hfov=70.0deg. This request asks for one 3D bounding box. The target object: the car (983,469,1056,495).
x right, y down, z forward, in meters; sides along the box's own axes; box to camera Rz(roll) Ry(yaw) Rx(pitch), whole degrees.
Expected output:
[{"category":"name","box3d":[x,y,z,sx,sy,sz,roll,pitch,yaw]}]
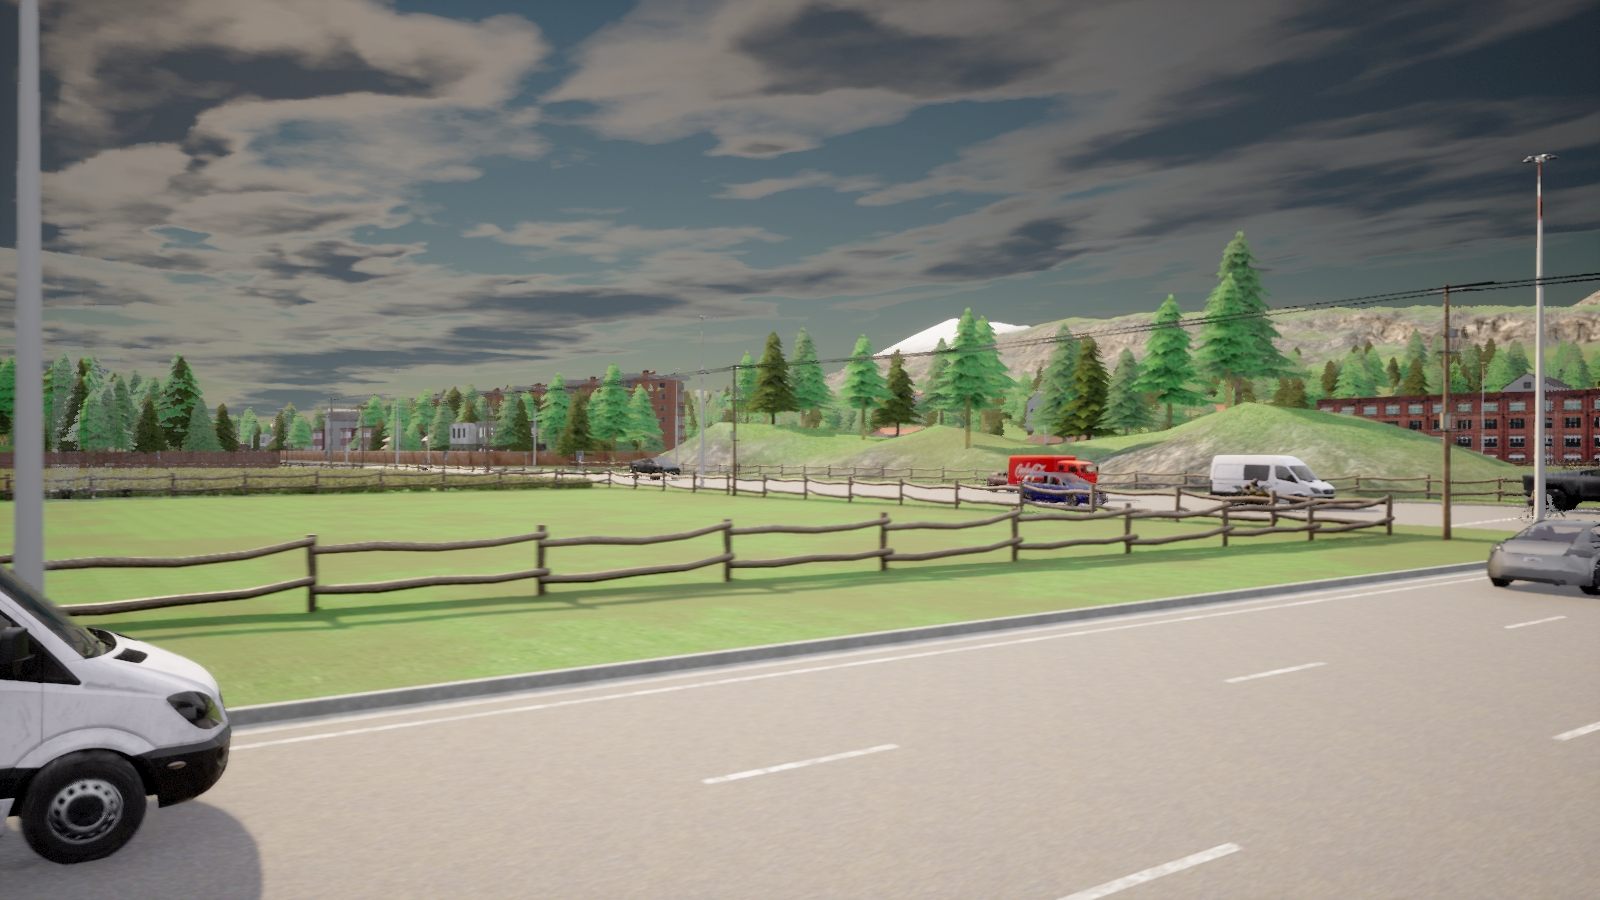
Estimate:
[{"category":"car","box3d":[14.171,2.040,73.867,2.007,1.525,4.514,0,0,-36]}]

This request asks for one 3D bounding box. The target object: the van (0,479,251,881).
[{"category":"van","box3d":[-6.995,1.534,7.439,5.915,2.561,1.988,0,0,-35]}]

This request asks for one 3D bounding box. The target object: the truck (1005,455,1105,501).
[{"category":"truck","box3d":[14.791,1.562,66.509,2.627,2.467,5.204,0,0,-39]}]

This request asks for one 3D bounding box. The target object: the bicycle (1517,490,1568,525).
[{"category":"bicycle","box3d":[28.038,2.158,43.156,1.487,1.276,0.859,0,-1,44]}]

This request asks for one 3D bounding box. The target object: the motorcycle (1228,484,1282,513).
[{"category":"motorcycle","box3d":[20.896,2.206,52.524,0.867,1.251,2.209,0,0,-36]}]

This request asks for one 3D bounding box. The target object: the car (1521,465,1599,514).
[{"category":"car","box3d":[35.786,1.754,50.465,2.390,2.098,6.274,0,0,-43]}]

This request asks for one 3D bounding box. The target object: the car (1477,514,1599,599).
[{"category":"car","box3d":[16.000,2.119,23.591,4.181,1.385,1.994,0,0,-36]}]

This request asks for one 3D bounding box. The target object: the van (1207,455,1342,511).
[{"category":"van","box3d":[22.992,1.535,55.595,1.988,2.561,5.915,0,0,-36]}]

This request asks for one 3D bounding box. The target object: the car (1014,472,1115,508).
[{"category":"car","box3d":[13.190,1.968,57.244,2.242,1.667,4.611,0,0,-36]}]
